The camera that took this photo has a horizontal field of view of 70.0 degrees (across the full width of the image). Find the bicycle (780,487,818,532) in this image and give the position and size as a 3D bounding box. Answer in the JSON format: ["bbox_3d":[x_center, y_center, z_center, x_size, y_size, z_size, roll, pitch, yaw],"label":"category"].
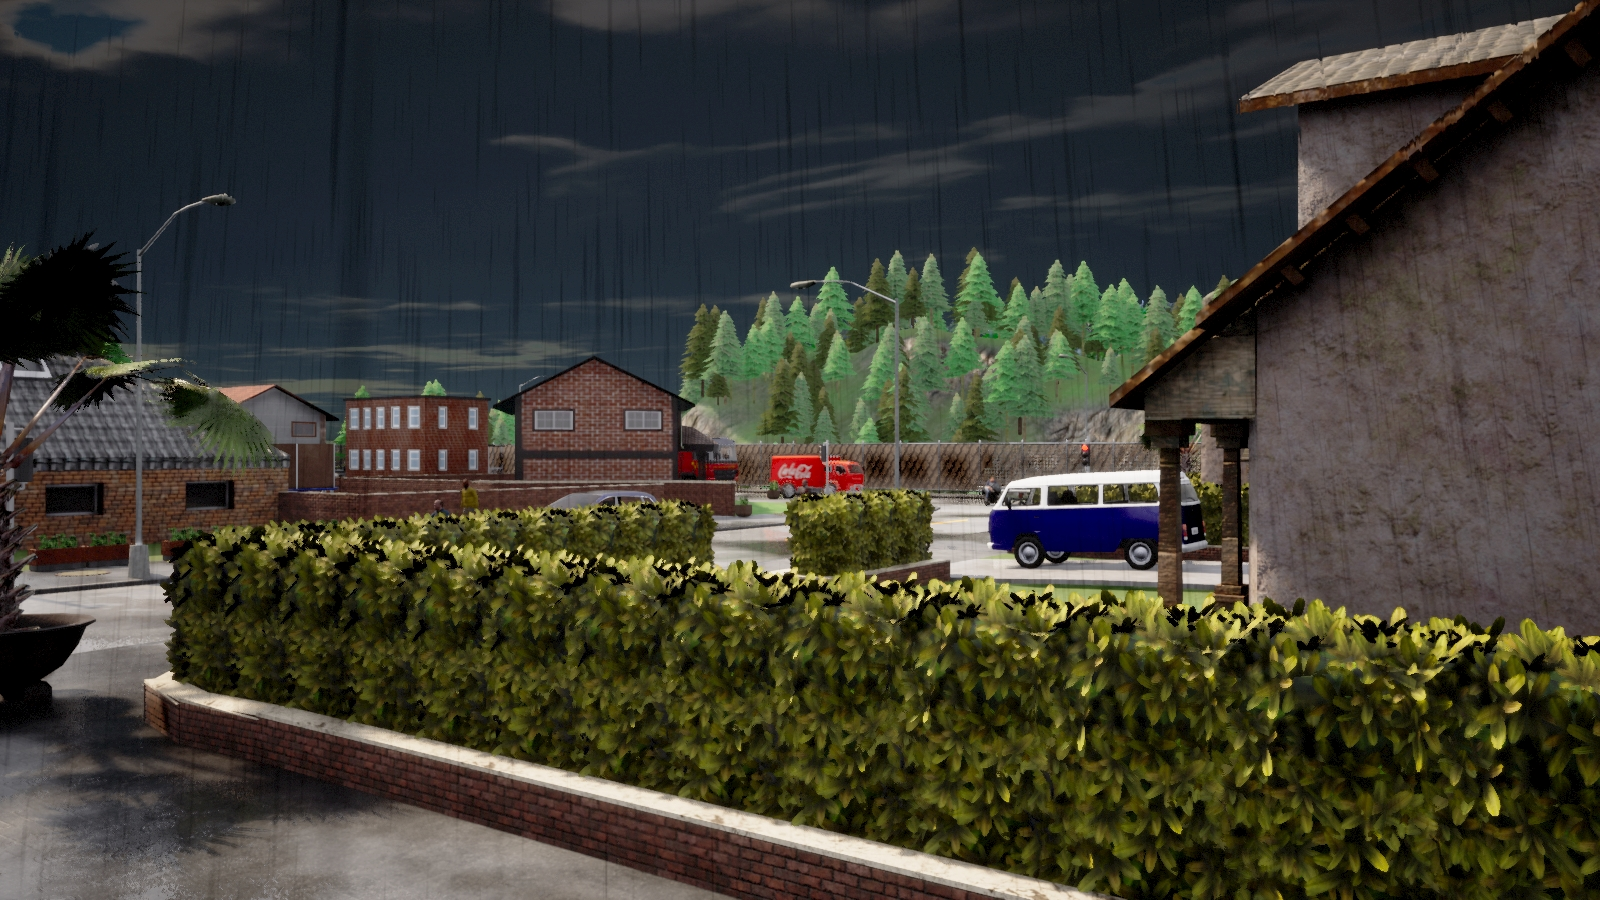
[{"bbox_3d":[-0.009,2.051,39.572,0.329,1.471,1.835,0,0,35],"label":"bicycle"}]

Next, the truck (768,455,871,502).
[{"bbox_3d":[1.066,1.549,64.130,5.204,2.467,2.627,0,0,35],"label":"truck"}]

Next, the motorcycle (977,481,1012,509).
[{"bbox_3d":[9.460,2.176,55.617,0.803,1.199,2.033,-7,2,-15],"label":"motorcycle"}]

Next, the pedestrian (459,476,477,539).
[{"bbox_3d":[-9.974,1.732,34.358,0.375,1.860,0.375,0,0,34],"label":"pedestrian"}]

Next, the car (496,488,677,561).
[{"bbox_3d":[-5.756,1.958,31.296,2.242,1.667,4.611,0,0,35],"label":"car"}]

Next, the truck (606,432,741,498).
[{"bbox_3d":[-7.840,0.872,70.352,8.468,3.827,2.891,0,0,35],"label":"truck"}]
